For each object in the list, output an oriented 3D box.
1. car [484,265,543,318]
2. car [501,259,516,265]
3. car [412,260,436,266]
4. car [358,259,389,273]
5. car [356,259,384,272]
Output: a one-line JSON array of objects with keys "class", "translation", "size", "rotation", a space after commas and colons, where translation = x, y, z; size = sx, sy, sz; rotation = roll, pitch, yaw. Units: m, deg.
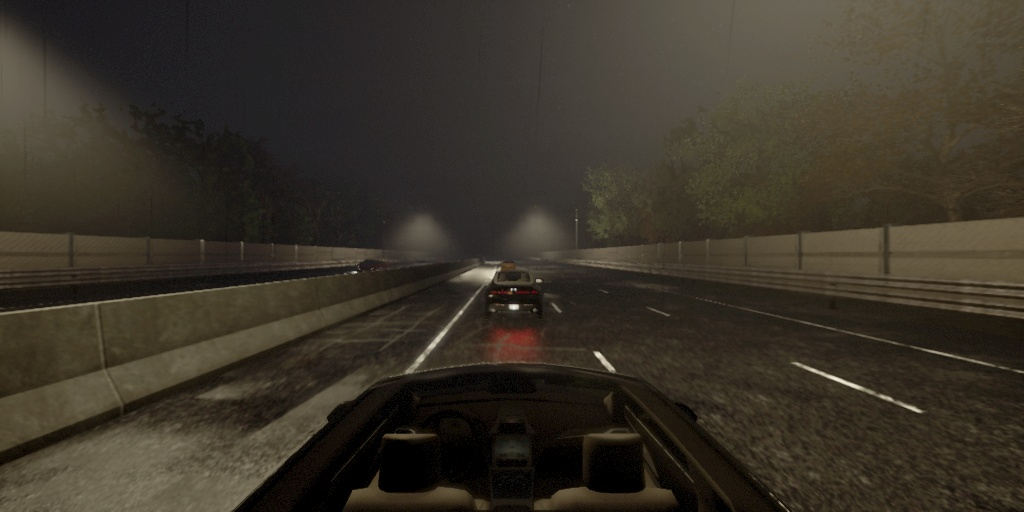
[{"class": "car", "translation": [0.047, 1.239, 12.900], "size": [1.837, 1.490, 4.892], "rotation": [0, 0, 0]}, {"class": "car", "translation": [-0.446, 1.145, 44.095], "size": [1.801, 1.575, 5.366], "rotation": [0, 0, -1]}, {"class": "car", "translation": [-11.139, 1.211, 44.713], "size": [1.812, 1.442, 4.674], "rotation": [0, 0, -1]}, {"class": "car", "translation": [-14.492, 1.174, 37.731], "size": [1.882, 1.535, 5.008], "rotation": [0, 0, -1]}, {"class": "car", "translation": [-18.171, 1.189, 46.147], "size": [1.837, 1.490, 4.892], "rotation": [0, 0, -1]}]
